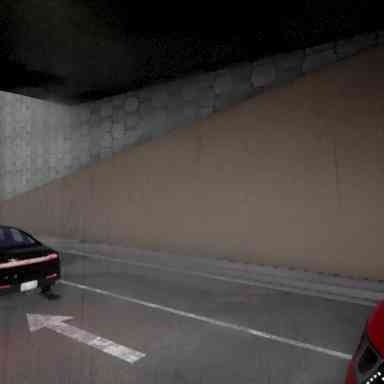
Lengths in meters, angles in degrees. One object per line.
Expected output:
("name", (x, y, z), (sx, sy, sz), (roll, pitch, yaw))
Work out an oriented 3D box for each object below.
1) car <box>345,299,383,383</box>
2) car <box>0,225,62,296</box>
("car", (3.657, 1.221, 1.335), (5.566, 2.045, 2.150), (0, 0, 35))
("car", (-4.951, 1.496, 7.501), (4.902, 1.511, 2.128), (0, 0, 36))
